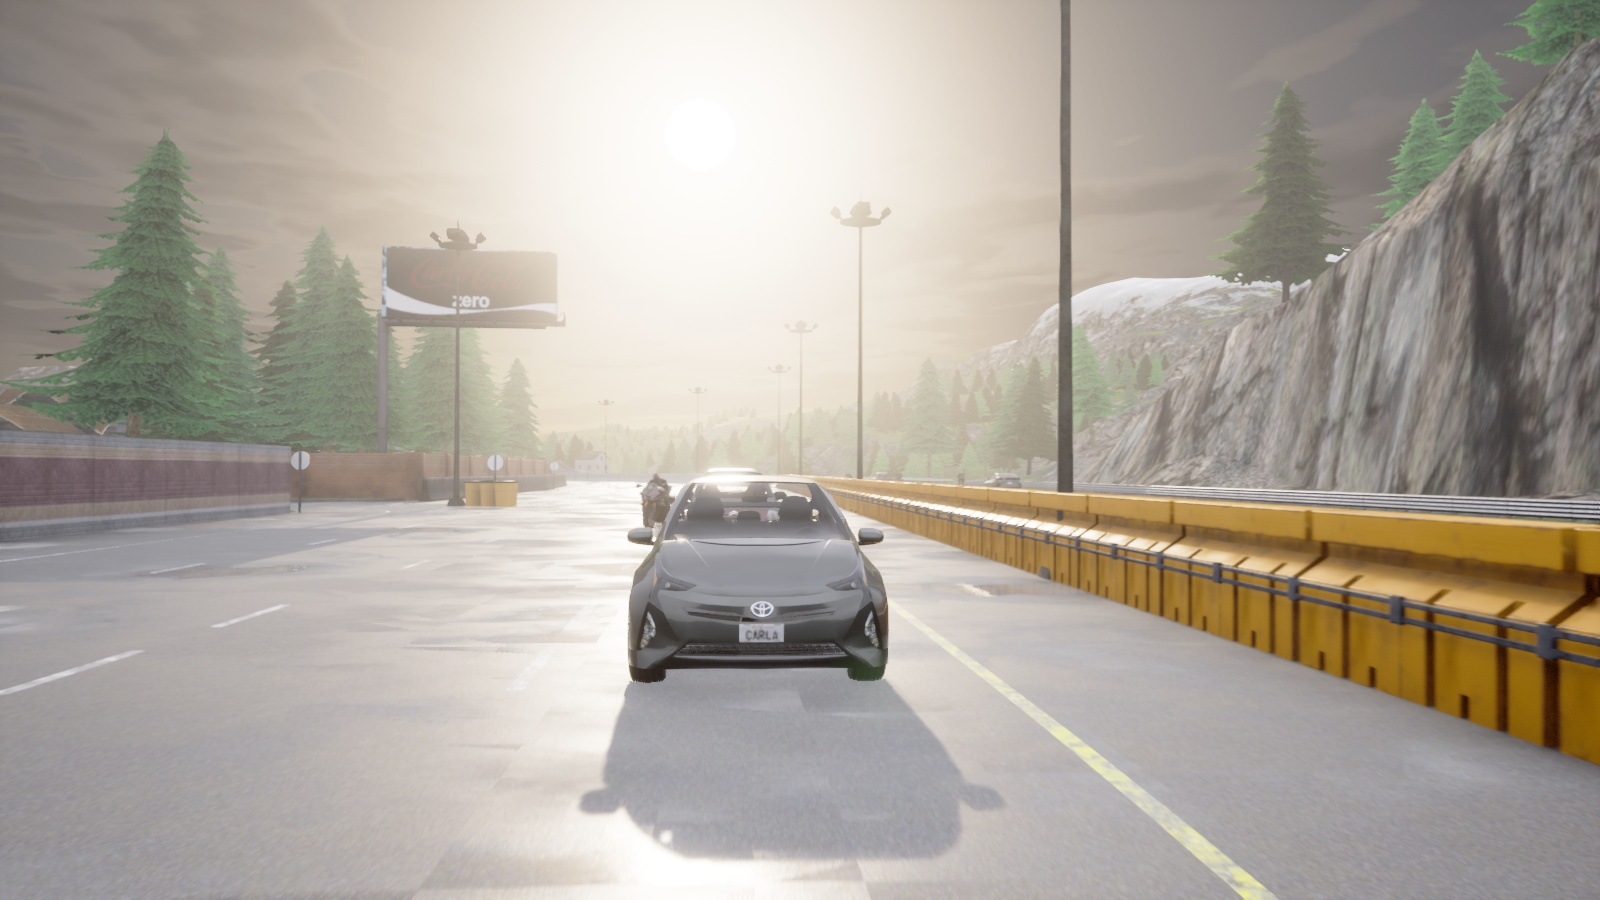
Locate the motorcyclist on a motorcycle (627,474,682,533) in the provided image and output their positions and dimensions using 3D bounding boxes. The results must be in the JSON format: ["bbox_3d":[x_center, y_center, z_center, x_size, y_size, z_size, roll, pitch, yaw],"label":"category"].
[{"bbox_3d":[-3.957,1.441,34.286,0.866,1.530,2.191,-1,-1,11],"label":"motorcyclist on a motorcycle"}]

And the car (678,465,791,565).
[{"bbox_3d":[-1.205,1.096,22.623,1.851,1.617,3.988,0,-1,-4],"label":"car"}]

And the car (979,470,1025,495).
[{"bbox_3d":[12.939,2.055,80.642,2.007,1.525,4.514,0,-1,-3],"label":"car"}]

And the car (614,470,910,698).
[{"bbox_3d":[-0.401,0.944,10.789,2.007,1.525,4.514,0,-1,-4],"label":"car"}]
